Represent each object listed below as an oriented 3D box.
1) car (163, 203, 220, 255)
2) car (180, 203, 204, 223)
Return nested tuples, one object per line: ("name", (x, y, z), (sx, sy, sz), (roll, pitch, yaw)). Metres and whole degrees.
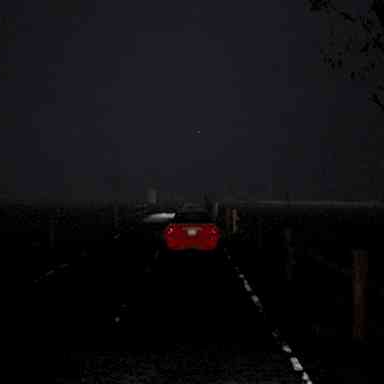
("car", (-0.001, 1.496, 14.081), (2.097, 1.767, 4.553), (0, -1, 0))
("car", (-0.002, 1.790, 29.473), (1.882, 1.535, 5.008), (0, 0, 0))
